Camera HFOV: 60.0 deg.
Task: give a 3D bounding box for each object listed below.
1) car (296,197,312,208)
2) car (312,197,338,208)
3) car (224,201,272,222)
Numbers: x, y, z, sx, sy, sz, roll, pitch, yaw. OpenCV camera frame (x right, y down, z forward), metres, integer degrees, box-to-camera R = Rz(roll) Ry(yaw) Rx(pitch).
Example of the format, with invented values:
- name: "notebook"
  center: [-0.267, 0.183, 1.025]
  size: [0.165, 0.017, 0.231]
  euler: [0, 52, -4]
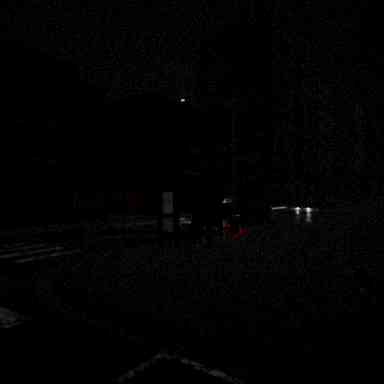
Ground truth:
- name: "car"
  center: [16.342, 1.441, 47.402]
  size: [1.812, 1.442, 4.674]
  euler: [0, 0, 36]
- name: "car"
  center: [18.703, 1.386, 45.836]
  size: [2.128, 1.511, 4.902]
  euler: [0, 0, 36]
- name: "car"
  center: [4.679, 1.445, 25.987]
  size: [1.837, 1.490, 4.892]
  euler: [-1, 0, 35]
